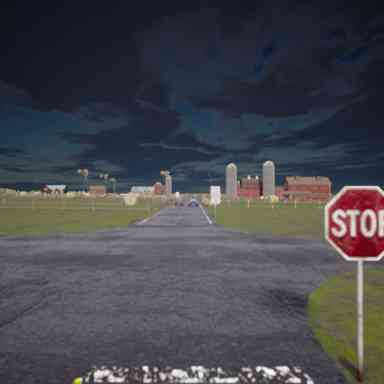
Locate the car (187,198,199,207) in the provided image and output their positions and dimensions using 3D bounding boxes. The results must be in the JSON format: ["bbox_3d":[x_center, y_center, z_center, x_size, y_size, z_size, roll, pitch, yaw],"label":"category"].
[{"bbox_3d":[0.251,1.959,60.006,1.812,1.442,4.674,0,0,0],"label":"car"}]

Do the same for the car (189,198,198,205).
[{"bbox_3d":[0.292,1.984,70.074,1.895,1.301,4.718,0,0,0],"label":"car"}]

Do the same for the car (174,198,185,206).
[{"bbox_3d":[-2.480,1.975,65.053,1.837,1.490,4.892,0,0,0],"label":"car"}]
